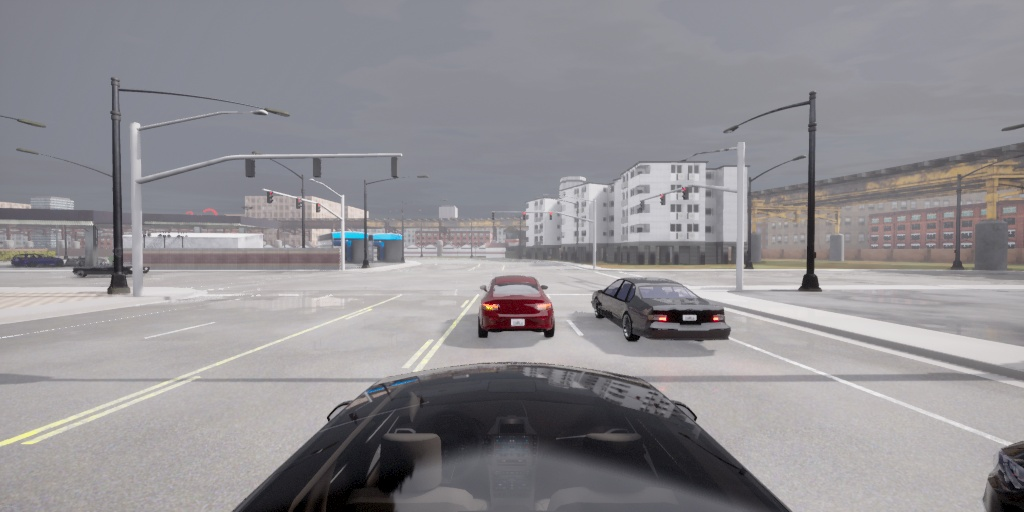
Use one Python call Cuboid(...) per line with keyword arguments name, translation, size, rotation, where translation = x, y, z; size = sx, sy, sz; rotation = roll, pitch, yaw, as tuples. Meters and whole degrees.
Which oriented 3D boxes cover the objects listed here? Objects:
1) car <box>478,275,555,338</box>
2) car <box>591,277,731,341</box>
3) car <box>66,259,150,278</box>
Cuboid(name="car", translation=(0.067, 1.256, 10.026), size=(1.812, 1.442, 4.674), rotation=(0, 0, -1))
Cuboid(name="car", translation=(3.578, 1.283, 9.743), size=(2.033, 1.411, 5.357), rotation=(0, 0, 0))
Cuboid(name="car", translation=(-33.752, 1.136, 30.202), size=(4.718, 1.301, 1.895), rotation=(0, 1, -1))
